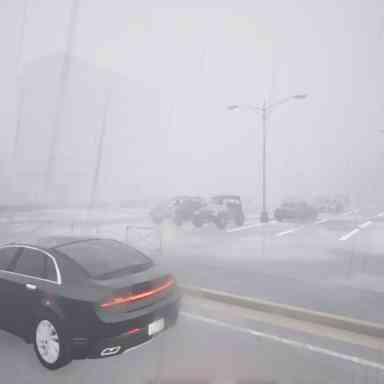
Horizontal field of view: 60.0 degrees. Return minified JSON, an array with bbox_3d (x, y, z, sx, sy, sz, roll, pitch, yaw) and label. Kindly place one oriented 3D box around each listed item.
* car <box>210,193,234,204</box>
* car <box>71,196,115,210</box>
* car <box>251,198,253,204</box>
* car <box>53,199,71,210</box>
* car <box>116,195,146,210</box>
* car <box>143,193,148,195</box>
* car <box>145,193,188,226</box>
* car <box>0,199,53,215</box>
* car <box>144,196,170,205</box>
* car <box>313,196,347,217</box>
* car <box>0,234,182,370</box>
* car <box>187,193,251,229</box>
[{"bbox_3d":[5.721,1.216,62.531,2.150,2.045,5.566,0,0,34],"label":"car"},{"bbox_3d":[-12.470,1.520,42.157,1.812,1.442,4.674,0,0,34],"label":"car"},{"bbox_3d":[9.875,1.500,62.459,1.837,1.490,4.892,0,0,34],"label":"car"},{"bbox_3d":[-17.143,1.541,41.500,2.033,1.411,5.357,0,0,34],"label":"car"},{"bbox_3d":[-7.139,1.472,43.464,1.882,1.535,5.008,0,0,34],"label":"car"},{"bbox_3d":[-6.581,1.216,50.867,2.150,2.045,5.566,0,0,34],"label":"car"},{"bbox_3d":[-0.635,1.151,21.887,1.932,1.855,4.605,0,0,34],"label":"car"},{"bbox_3d":[-17.472,1.595,34.747,1.895,1.301,4.718,0,0,34],"label":"car"},{"bbox_3d":[-6.024,1.519,57.926,1.812,1.442,4.674,0,0,35],"label":"car"},{"bbox_3d":[13.778,1.394,33.149,1.970,1.475,3.806,0,0,34],"label":"car"},{"bbox_3d":[-2.435,1.504,5.739,4.892,1.490,1.837,0,0,36],"label":"car"},{"bbox_3d":[1.729,1.155,20.217,1.905,1.878,3.866,0,0,34],"label":"car"}]
